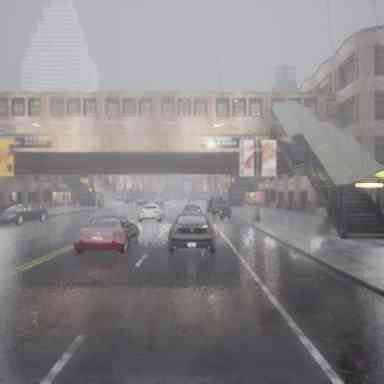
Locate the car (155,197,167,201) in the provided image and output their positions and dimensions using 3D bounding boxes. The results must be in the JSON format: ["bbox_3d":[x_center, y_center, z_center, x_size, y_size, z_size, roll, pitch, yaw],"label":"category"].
[{"bbox_3d":[-6.882,2.132,68.880,1.882,1.535,5.008,0,-1,0],"label":"car"}]

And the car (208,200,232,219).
[{"bbox_3d":[3.226,1.955,37.805,1.895,1.301,4.718,0,-1,0],"label":"car"}]

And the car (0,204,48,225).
[{"bbox_3d":[-13.505,1.734,26.577,2.231,1.521,4.892,0,-1,10],"label":"car"}]

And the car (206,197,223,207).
[{"bbox_3d":[3.180,1.659,45.204,2.435,2.045,5.566,0,-1,0],"label":"car"}]

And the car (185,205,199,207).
[{"bbox_3d":[0.002,1.824,28.990,2.033,1.411,5.357,0,-1,0],"label":"car"}]

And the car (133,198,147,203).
[{"bbox_3d":[-10.382,2.132,68.878,1.882,1.535,5.008,0,-1,0],"label":"car"}]

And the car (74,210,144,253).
[{"bbox_3d":[-3.496,1.701,14.291,1.994,1.385,4.181,0,-1,0],"label":"car"}]

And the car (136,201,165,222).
[{"bbox_3d":[-3.491,1.806,29.391,1.812,1.442,4.674,0,0,0],"label":"car"}]

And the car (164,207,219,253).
[{"bbox_3d":[0.004,1.644,14.308,1.837,1.490,4.892,0,0,0],"label":"car"}]
